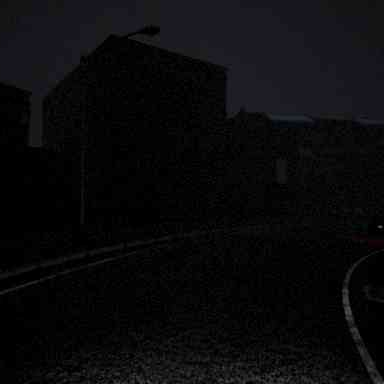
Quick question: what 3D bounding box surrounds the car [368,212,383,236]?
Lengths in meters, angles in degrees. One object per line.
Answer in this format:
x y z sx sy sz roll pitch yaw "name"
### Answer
12.057 1.732 18.669 5.008 1.535 1.882 2 0 -29 "car"
